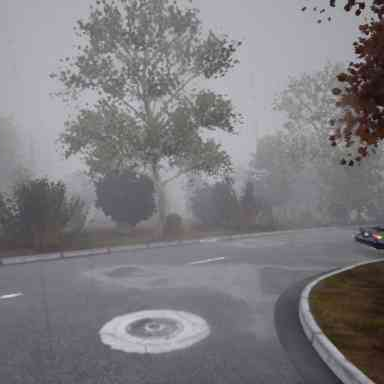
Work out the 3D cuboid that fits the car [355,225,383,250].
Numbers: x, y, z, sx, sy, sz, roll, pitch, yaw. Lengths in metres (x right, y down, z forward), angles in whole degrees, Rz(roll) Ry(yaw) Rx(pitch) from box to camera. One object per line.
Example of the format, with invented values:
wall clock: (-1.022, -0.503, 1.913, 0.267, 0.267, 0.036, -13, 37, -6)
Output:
car: (10.154, 2.052, 14.656, 5.357, 1.411, 2.033, 4, 0, -2)
